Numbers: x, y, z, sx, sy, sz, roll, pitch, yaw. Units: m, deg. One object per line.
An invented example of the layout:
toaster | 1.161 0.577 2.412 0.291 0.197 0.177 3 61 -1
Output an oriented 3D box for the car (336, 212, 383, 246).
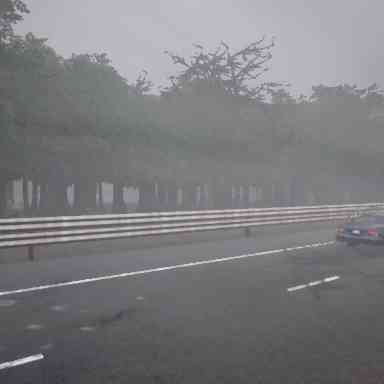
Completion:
car | 8.269 1.559 14.066 5.357 1.411 2.033 0 0 -35
